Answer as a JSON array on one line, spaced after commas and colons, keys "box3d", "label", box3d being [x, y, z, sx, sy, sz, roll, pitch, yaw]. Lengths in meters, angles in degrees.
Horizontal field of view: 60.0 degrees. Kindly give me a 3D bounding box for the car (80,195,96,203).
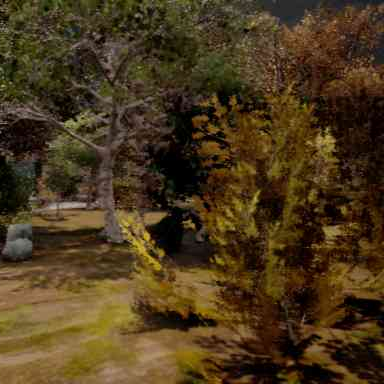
[{"box3d": [-19.064, 1.245, 59.822, 2.033, 1.411, 5.357, 0, 1, 11], "label": "car"}]
